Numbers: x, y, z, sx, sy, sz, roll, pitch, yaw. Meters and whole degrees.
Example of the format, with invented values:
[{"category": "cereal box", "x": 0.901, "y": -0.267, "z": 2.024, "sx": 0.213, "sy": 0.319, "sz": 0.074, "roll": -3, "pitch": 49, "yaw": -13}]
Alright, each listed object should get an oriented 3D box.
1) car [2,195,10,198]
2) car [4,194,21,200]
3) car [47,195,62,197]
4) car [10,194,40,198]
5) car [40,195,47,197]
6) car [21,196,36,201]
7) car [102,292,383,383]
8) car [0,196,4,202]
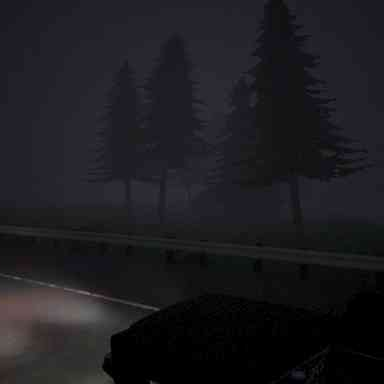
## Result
[{"category": "car", "x": -38.835, "y": 1.524, "z": 70.193, "sx": 1.812, "sy": 1.442, "sz": 4.674, "roll": 0, "pitch": 0, "yaw": 10}, {"category": "car", "x": -45.236, "y": 1.282, "z": 83.864, "sx": 1.994, "sy": 1.385, "sz": 4.181, "roll": 0, "pitch": 0, "yaw": -1}, {"category": "car", "x": -34.827, "y": 1.530, "z": 85.765, "sx": 2.033, "sy": 1.411, "sz": 5.357, "roll": 0, "pitch": 0, "yaw": -5}, {"category": "car", "x": -35.275, "y": 1.525, "z": 70.300, "sx": 2.128, "sy": 1.511, "sz": 4.902, "roll": 0, "pitch": 0, "yaw": 10}, {"category": "car", "x": -38.289, "y": 1.519, "z": 85.028, "sx": 2.128, "sy": 1.511, "sz": 4.902, "roll": 0, "pitch": 0, "yaw": -1}, {"category": "car", "x": -41.794, "y": 1.592, "z": 85.093, "sx": 1.895, "sy": 1.301, "sz": 4.718, "roll": 0, "pitch": 0, "yaw": -5}, {"category": "car", "x": 1.441, "y": 1.601, "z": 2.740, "sx": 4.718, "sy": 1.301, "sz": 1.895, "roll": 0, "pitch": 0, "yaw": 35}, {"category": "car", "x": -42.346, "y": 1.524, "z": 70.299, "sx": 1.812, "sy": 1.442, "sz": 4.674, "roll": 0, "pitch": 0, "yaw": 10}]
